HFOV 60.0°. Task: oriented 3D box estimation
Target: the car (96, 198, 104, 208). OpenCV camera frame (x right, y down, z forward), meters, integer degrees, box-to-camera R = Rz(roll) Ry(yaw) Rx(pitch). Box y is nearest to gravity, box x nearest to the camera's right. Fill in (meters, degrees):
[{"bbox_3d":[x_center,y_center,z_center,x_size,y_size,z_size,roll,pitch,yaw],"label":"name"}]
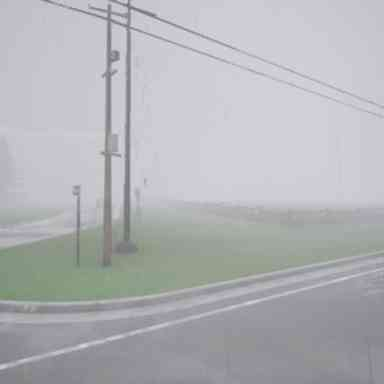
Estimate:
[{"bbox_3d":[-13.936,1.685,51.848,1.837,1.490,4.892,0,0,-11],"label":"car"}]
